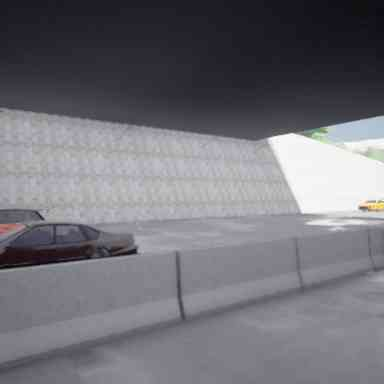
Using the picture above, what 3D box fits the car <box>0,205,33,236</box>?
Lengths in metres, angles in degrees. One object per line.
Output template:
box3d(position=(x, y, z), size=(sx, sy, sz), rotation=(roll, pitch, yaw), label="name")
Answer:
box3d(position=(-11.253, 1.497, 17.460), size=(4.902, 1.511, 2.128), rotation=(0, 0, -35), label="car")

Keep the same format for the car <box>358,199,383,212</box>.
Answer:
box3d(position=(22.732, 1.658, 41.632), size=(5.008, 1.535, 1.882), rotation=(0, 0, -35), label="car")

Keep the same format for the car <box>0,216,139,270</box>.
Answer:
box3d(position=(-4.251, 1.557, 9.558), size=(5.357, 1.411, 2.033), rotation=(0, 0, -35), label="car")

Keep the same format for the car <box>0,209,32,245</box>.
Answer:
box3d(position=(-9.900, 1.549, 14.127), size=(5.357, 1.411, 2.033), rotation=(0, 0, -35), label="car")

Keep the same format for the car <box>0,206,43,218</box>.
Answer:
box3d(position=(-7.274, 1.356, 11.700), size=(4.553, 1.767, 2.097), rotation=(0, 0, -35), label="car")
